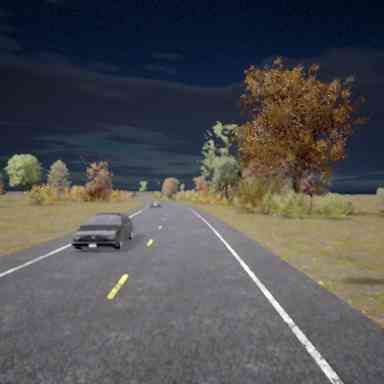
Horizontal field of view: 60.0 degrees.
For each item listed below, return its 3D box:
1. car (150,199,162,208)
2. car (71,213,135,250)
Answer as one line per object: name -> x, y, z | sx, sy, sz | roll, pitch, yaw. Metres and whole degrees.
car -> -6.222, 1.947, 57.317 | 2.128, 1.511, 4.902 | 0, 0, -5
car -> -3.815, 1.665, 15.243 | 2.033, 1.411, 5.357 | 0, 0, -1
